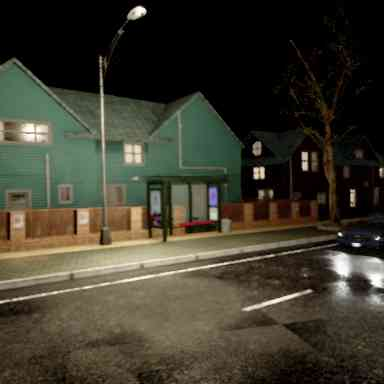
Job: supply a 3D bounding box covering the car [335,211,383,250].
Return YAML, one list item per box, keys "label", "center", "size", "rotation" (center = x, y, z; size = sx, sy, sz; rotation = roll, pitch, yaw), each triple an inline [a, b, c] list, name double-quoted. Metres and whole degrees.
- label: "car"
  center: [8.019, 1.479, 13.397]
  size: [5.357, 1.411, 2.033]
  rotation: [0, 0, -35]
